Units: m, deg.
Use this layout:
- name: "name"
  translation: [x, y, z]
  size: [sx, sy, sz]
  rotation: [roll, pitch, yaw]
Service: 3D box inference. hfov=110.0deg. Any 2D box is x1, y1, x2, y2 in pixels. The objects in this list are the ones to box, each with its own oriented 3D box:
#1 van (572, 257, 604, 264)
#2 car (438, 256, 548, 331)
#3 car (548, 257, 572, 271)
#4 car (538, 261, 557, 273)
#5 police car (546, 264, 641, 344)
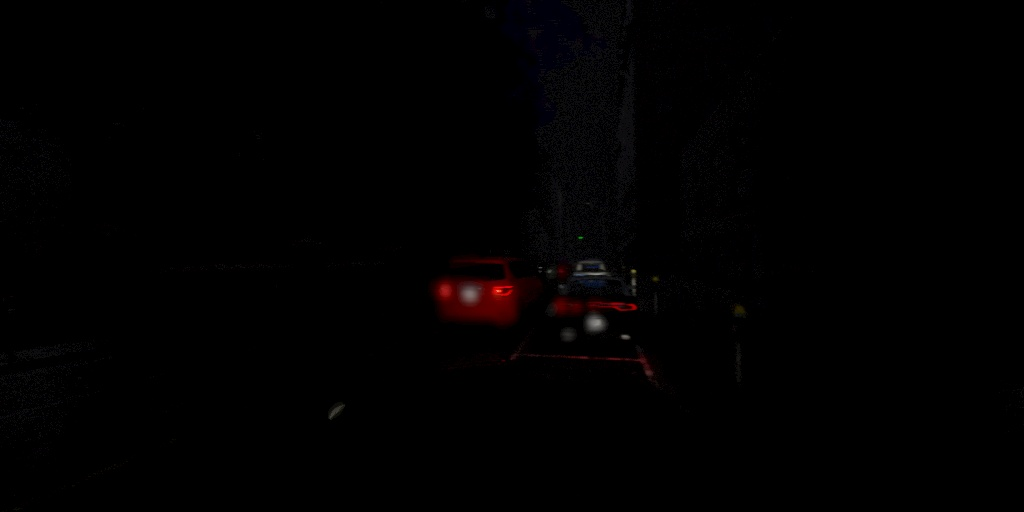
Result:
- name: "van"
  translation: [4.632, 1.113, 20.859]
  size: [1.690, 1.789, 3.998]
  rotation: [0, 0, 13]
- name: "car"
  translation: [-0.419, 1.035, 11.492]
  size: [2.150, 2.045, 5.566]
  rotation: [-1, 0, 13]
- name: "car"
  translation: [3.178, 1.179, 26.791]
  size: [2.097, 1.767, 4.553]
  rotation: [-1, 0, 13]
- name: "car"
  translation: [4.735, 1.401, 47.005]
  size: [1.837, 1.490, 4.892]
  rotation: [-1, -1, 14]
- name: "police car"
  translation: [2.314, 1.180, 9.860]
  size: [1.930, 1.638, 5.238]
  rotation: [-1, 0, 13]
